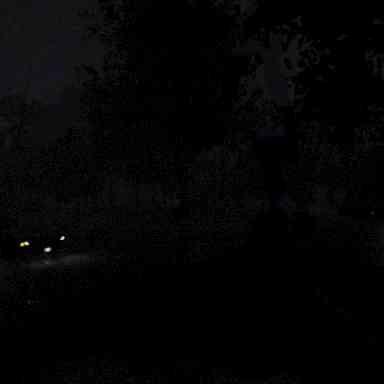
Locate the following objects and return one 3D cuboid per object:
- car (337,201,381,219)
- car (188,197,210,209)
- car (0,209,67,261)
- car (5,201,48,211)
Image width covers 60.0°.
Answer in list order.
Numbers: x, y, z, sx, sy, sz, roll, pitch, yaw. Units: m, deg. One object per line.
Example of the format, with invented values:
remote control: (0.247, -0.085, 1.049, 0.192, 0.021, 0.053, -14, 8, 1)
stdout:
car: (14.480, 1.484, 29.111, 2.128, 1.511, 4.902, 0, 0, 0)
car: (-0.185, 1.463, 43.812, 5.008, 1.535, 1.882, 0, -1, 7)
car: (-7.164, 1.544, 12.398, 5.357, 1.411, 2.033, 0, 0, 28)
car: (-16.478, 1.553, 33.173, 1.994, 1.385, 4.181, 0, 0, 22)
